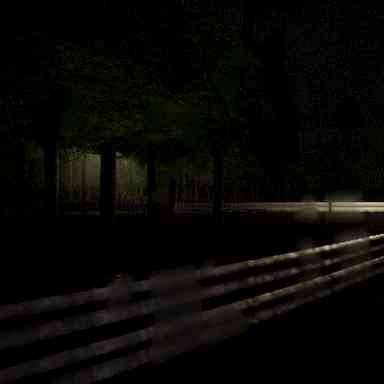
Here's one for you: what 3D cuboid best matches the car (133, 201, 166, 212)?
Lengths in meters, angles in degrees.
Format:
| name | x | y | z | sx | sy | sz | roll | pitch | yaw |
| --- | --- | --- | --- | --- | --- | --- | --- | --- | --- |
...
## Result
| name | x | y | z | sx | sy | sz | roll | pitch | yaw |
| --- | --- | --- | --- | --- | --- | --- | --- | --- | --- |
| car | -5.824 | 1.986 | 45.884 | 4.181 | 1.385 | 1.994 | 0 | -1 | 1 |

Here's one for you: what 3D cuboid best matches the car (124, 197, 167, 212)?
| name | x | y | z | sx | sy | sz | roll | pitch | yaw |
| --- | --- | --- | --- | --- | --- | --- | --- | --- | --- |
| car | -5.884 | 1.642 | 42.390 | 5.566 | 2.045 | 2.150 | 0 | -1 | 1 |

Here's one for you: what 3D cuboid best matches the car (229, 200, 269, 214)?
| name | x | y | z | sx | sy | sz | roll | pitch | yaw |
| --- | --- | --- | --- | --- | --- | --- | --- | --- | --- |
| car | 6.630 | 1.702 | 38.564 | 4.674 | 1.442 | 1.812 | 0 | -1 | 1 |

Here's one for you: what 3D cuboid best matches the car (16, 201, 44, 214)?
| name | x | y | z | sx | sy | sz | roll | pitch | yaw |
| --- | --- | --- | --- | --- | --- | --- | --- | --- | --- |
| car | -18.493 | 1.774 | 39.214 | 4.181 | 1.385 | 1.994 | 0 | -1 | 1 |
